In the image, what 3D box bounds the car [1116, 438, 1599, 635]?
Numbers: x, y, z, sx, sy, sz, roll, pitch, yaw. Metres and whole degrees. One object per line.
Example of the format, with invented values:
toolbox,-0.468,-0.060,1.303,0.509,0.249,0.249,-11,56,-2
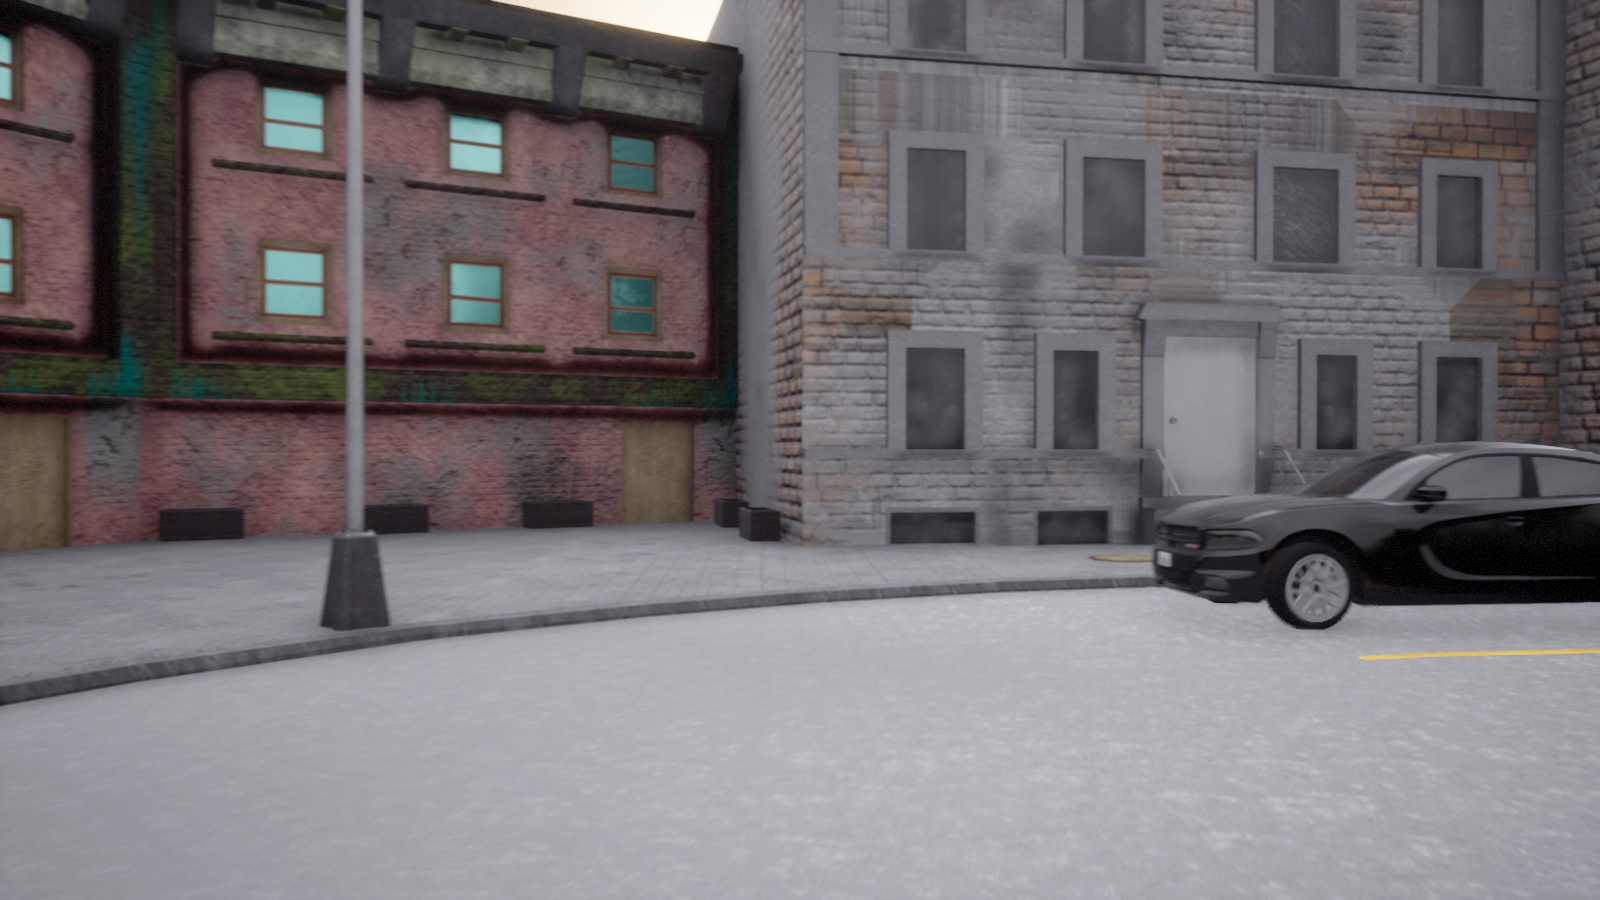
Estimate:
car,5.508,0.677,10.922,5.008,1.535,1.882,0,0,-5
